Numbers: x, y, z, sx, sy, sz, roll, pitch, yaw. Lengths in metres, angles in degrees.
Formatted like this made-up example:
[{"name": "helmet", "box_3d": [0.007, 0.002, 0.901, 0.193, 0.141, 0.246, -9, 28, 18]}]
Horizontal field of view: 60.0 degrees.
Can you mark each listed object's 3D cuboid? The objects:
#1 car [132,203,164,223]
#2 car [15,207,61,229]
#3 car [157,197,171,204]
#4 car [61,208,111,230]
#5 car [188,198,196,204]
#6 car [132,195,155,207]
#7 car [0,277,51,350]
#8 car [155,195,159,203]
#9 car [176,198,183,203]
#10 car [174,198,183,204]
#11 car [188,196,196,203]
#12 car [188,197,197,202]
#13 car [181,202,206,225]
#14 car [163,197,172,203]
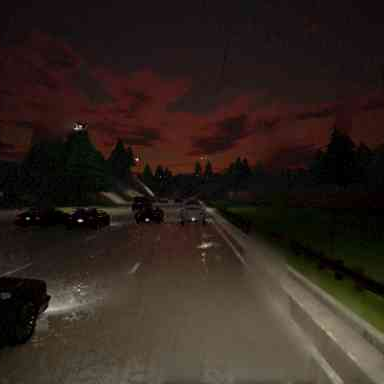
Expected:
[{"name": "car", "box_3d": [-3.400, 1.843, 27.576, 1.895, 1.301, 4.718, 0, 0, 0]}, {"name": "car", "box_3d": [-10.402, 1.754, 23.594, 2.033, 1.411, 5.357, 0, 0, 0]}, {"name": "car", "box_3d": [-7.003, 2.324, 84.603, 1.895, 1.301, 4.718, 0, -1, 0]}, {"name": "car", "box_3d": [-6.901, 1.762, 22.557, 1.994, 1.385, 4.181, 0, 0, 0]}, {"name": "car", "box_3d": [-0.003, 2.262, 85.374, 2.128, 1.511, 4.902, 0, -1, 0]}, {"name": "car", "box_3d": [-6.902, 1.628, 46.266, 2.150, 2.045, 5.566, 0, 0, 0]}, {"name": "car", "box_3d": [-3.402, 1.578, 3.401, 2.033, 1.411, 5.357, 0, 0, 0]}, {"name": "car", "box_3d": [-10.503, 2.088, 86.212, 2.097, 1.767, 4.553, 0, -1, 0]}, {"name": "car", "box_3d": [-3.504, 2.312, 94.612, 1.895, 1.301, 4.718, 0, -1, 0]}, {"name": "car", "box_3d": [-3.503, 2.215, 84.991, 1.837, 1.490, 4.892, 0, -1, 0]}, {"name": "car", "box_3d": [-0.004, 2.104, 95.387, 2.097, 1.767, 4.553, 0, -1, 0]}, {"name": "car", "box_3d": [0.099, 1.924, 47.691, 1.837, 1.490, 4.892, 0, 0, 0]}, {"name": "car", "box_3d": [0.100, 1.758, 26.459, 1.812, 1.442, 4.674, 0, 0, 0]}, {"name": "car", "box_3d": [-7.004, 2.241, 94.582, 2.128, 1.511, 4.902, 0, -1, 0]}]
